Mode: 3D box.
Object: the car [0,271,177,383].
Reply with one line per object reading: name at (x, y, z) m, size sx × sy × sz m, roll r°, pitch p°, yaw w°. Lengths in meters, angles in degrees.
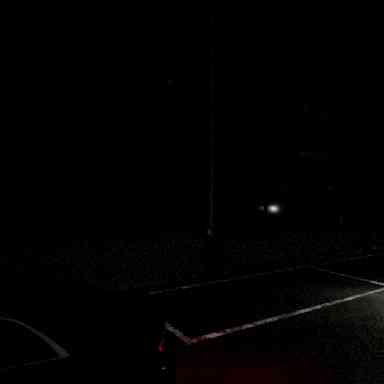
car at (-2.535, 1.504, 2.510) m, size 4.892 × 1.490 × 1.837 m, roll 0°, pitch 0°, yaw -23°
